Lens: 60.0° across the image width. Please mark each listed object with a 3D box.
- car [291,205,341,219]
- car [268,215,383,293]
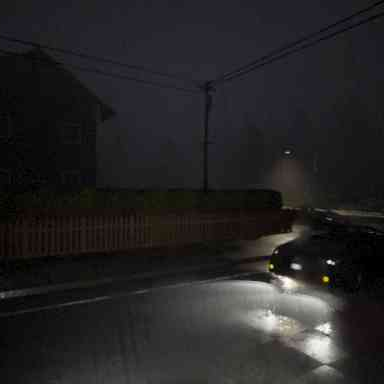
[{"bbox_3d":[7.451,1.506,20.342,1.994,1.385,4.181,0,0,-28],"label":"car"},{"bbox_3d":[3.965,1.546,8.880,4.181,1.385,1.994,0,0,-38],"label":"car"}]
